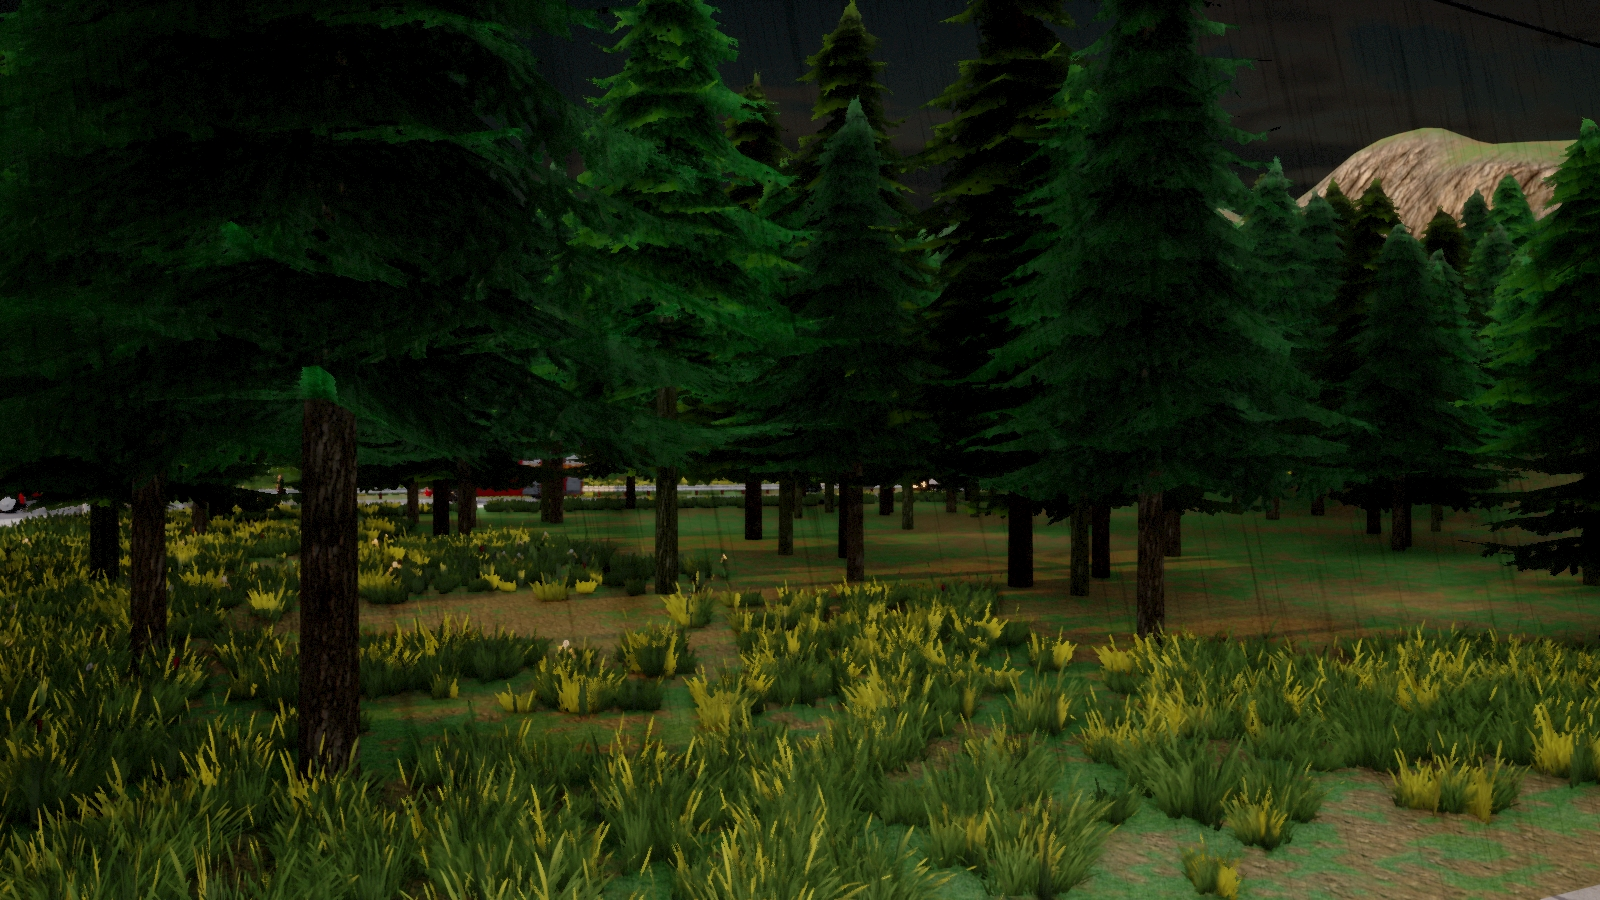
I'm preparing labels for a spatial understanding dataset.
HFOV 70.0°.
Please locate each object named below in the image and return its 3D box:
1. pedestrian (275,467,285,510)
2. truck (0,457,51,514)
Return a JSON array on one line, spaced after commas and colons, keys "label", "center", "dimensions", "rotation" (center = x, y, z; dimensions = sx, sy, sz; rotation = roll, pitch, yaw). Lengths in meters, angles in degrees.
[{"label": "pedestrian", "center": [-22.706, 1.670, 49.887], "dimensions": [0.375, 1.860, 0.375], "rotation": [0, 0, -28]}, {"label": "truck", "center": [-36.611, 1.559, 50.885], "dimensions": [5.204, 2.467, 2.627], "rotation": [0, 0, -28]}]
